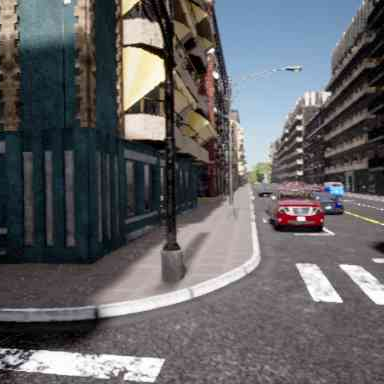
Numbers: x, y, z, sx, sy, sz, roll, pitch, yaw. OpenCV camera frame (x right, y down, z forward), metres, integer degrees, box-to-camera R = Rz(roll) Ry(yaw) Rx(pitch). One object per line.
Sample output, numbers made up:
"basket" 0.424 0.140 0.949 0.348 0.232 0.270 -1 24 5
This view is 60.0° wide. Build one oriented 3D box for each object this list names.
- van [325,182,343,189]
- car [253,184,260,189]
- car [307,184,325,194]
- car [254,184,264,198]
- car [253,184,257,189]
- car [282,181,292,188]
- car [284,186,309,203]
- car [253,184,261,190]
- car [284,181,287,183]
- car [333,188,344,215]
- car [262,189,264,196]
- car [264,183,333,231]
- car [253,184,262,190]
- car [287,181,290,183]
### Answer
"van" 17.692 -0.328 41.755 1.690 1.788 3.998 0 2 10
"car" 16.888 -1.476 87.122 1.802 1.307 4.206 0 2 10
"car" 19.555 -0.496 52.739 1.887 1.381 4.507 0 2 10
"car" 9.439 -0.007 43.205 1.947 1.339 4.313 0 2 10
"car" 11.301 -0.379 54.184 1.947 1.339 4.313 0 2 10
"car" 26.073 -2.024 91.159 2.192 1.841 5.009 0 2 10
"car" 10.479 0.205 33.765 1.837 1.490 4.892 -1 2 10
"car" 15.957 -1.290 81.632 1.802 1.307 4.206 0 2 10
"car" 25.171 -1.634 85.843 1.752 1.417 4.829 0 2 10
"car" 8.416 0.675 21.667 1.994 1.385 4.181 -1 2 10
"car" 5.713 0.715 21.247 1.887 1.381 4.507 0 2 10
"car" 4.781 0.672 15.749 2.192 1.841 5.009 0 2 10
"car" 15.026 -1.142 76.142 1.887 1.381 4.507 0 2 10
"car" 23.279 -1.468 74.690 2.192 1.841 5.009 0 2 10
